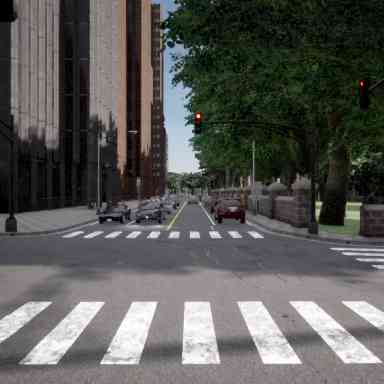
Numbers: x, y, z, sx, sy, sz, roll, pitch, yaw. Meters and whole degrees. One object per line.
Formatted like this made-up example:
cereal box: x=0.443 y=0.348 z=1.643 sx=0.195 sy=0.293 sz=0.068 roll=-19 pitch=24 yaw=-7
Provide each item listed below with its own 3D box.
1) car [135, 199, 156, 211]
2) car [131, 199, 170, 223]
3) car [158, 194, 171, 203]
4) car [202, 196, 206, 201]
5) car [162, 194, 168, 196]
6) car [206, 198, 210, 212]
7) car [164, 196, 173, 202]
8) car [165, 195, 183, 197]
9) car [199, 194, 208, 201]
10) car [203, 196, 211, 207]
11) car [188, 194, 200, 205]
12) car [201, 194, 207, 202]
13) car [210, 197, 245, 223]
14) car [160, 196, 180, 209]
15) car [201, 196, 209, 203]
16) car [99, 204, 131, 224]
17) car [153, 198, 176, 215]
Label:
car: x=-5.695 y=1.579 z=41.575 sx=2.008 sy=1.369 sz=4.403 roll=0 pitch=0 yaw=0
car: x=-3.065 y=1.516 z=25.475 sx=1.837 sy=1.490 sz=4.892 roll=0 pitch=0 yaw=1
car: x=-5.652 y=1.374 z=68.861 sx=2.192 sy=1.841 sz=5.009 roll=0 pitch=0 yaw=0
car: x=2.838 y=1.585 z=47.026 sx=2.008 sy=1.369 sz=4.403 roll=0 pitch=0 yaw=0
car: x=-5.661 y=1.635 z=63.404 sx=1.802 sy=1.307 sz=4.206 roll=0 pitch=0 yaw=0
car: x=2.821 y=1.588 z=36.113 sx=1.947 sy=1.339 sz=4.313 roll=0 pitch=0 yaw=0
car: x=-5.635 y=1.620 z=79.775 sx=1.887 sy=1.381 sz=4.507 roll=0 pitch=0 yaw=0
car: x=-2.968 y=1.590 z=54.076 sx=2.033 sy=1.411 sz=5.357 roll=0 pitch=0 yaw=0
car: x=2.899 y=1.399 z=85.222 sx=2.192 sy=1.841 sz=5.009 roll=0 pitch=0 yaw=0
car: x=2.830 y=1.579 z=41.569 sx=2.008 sy=1.369 sz=4.403 roll=0 pitch=0 yaw=0
car: x=0.192 y=1.595 z=58.660 sx=2.033 sy=1.411 sz=5.357 roll=0 pitch=0 yaw=1
car: x=2.847 y=1.481 z=52.483 sx=1.967 sy=1.590 sz=4.097 roll=0 pitch=0 yaw=0
car: x=2.804 y=1.326 z=25.201 sx=2.192 sy=1.841 sz=5.009 roll=0 pitch=0 yaw=0
car: x=-3.021 y=1.595 z=43.932 sx=1.994 sy=1.385 sz=4.181 roll=0 pitch=0 yaw=0
car: x=2.882 y=1.592 z=74.479 sx=1.752 sy=1.417 sz=4.829 roll=0 pitch=0 yaw=0
car: x=-5.721 y=1.576 z=25.205 sx=1.947 sy=1.339 sz=4.313 roll=0 pitch=0 yaw=0
car: x=-3.043 y=1.621 z=34.731 sx=1.895 sy=1.301 sz=4.718 roll=0 pitch=0 yaw=0
